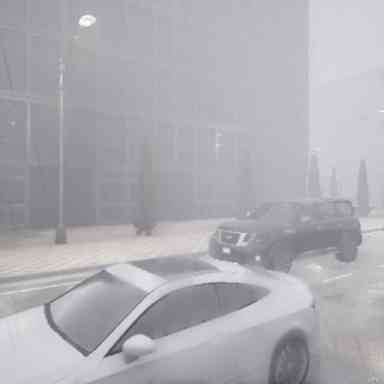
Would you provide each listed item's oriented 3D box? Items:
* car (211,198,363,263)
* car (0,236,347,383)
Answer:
[{"bbox_3d":[3.175,1.230,10.551,5.566,2.045,2.150,0,0,-35],"label":"car"},{"bbox_3d":[-0.476,1.528,3.639,4.674,1.442,1.812,0,0,-35],"label":"car"}]
